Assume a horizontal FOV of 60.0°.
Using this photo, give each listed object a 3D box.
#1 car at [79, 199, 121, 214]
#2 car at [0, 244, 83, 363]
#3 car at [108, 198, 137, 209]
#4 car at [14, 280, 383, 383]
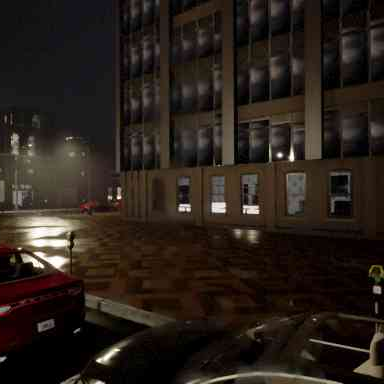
[{"bbox_3d":[-10.171,1.683,35.916,1.802,1.307,4.206,-1,-1,36],"label":"car"},{"bbox_3d":[-3.650,1.545,5.492,4.507,1.381,1.887,0,0,36],"label":"car"},{"bbox_3d":[-10.363,1.643,49.823,1.967,1.590,4.097,-1,-1,36],"label":"car"},{"bbox_3d":[0.980,1.551,2.181,4.403,1.369,2.008,0,0,36],"label":"car"}]
